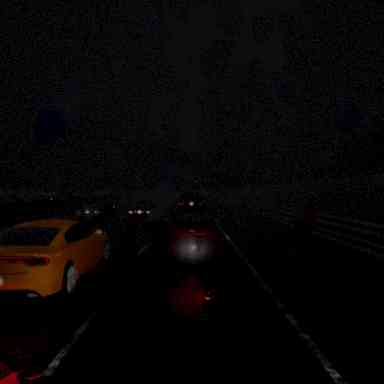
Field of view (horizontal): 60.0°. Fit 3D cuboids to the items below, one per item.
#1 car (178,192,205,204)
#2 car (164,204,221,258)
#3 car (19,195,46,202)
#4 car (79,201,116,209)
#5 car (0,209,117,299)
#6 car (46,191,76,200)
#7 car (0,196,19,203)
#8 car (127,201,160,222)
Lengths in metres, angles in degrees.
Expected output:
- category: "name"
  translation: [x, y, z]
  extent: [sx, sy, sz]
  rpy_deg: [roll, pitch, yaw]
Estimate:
- category: "car"
  translation: [-0.060, 1.044, 29.115]
  extent: [2.150, 2.045, 5.566]
  rpy_deg: [0, 0, 0]
- category: "car"
  translation: [0.019, 1.422, 12.396]
  extent: [1.837, 1.490, 4.892]
  rpy_deg: [0, 1, 0]
- category: "car"
  translation: [-21.606, 1.199, 46.415]
  extent: [1.882, 1.535, 5.008]
  rpy_deg: [0, 0, -1]
- category: "car"
  translation: [-7.047, 1.393, 24.959]
  extent: [2.033, 1.411, 5.357]
  rpy_deg: [0, 0, 0]
- category: "car"
  translation: [-3.487, 1.419, 8.423]
  extent: [1.882, 1.535, 5.008]
  rpy_deg: [0, 1, 0]
- category: "car"
  translation: [-18.124, 0.943, 47.090]
  extent: [2.150, 2.045, 5.566]
  rpy_deg: [0, 0, -1]
- category: "car"
  translation: [-25.103, 1.284, 46.467]
  extent: [1.994, 1.385, 4.181]
  rpy_deg: [0, 0, -1]
- category: "car"
  translation: [-3.549, 1.393, 25.004]
  extent: [2.033, 1.411, 5.357]
  rpy_deg: [0, 0, 0]
